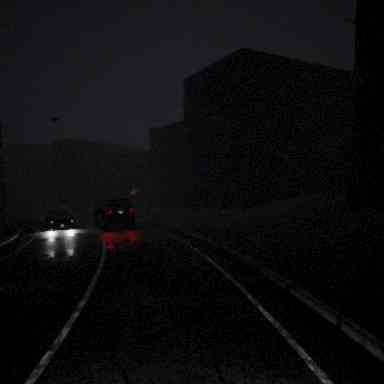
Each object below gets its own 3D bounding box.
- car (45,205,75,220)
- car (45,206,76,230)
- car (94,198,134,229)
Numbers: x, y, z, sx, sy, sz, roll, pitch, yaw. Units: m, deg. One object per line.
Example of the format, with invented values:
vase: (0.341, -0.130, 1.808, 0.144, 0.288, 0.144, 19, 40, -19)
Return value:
car: (-15.826, 2.360, 39.775, 1.812, 1.442, 4.674, -3, 2, -41)
car: (-9.979, 1.982, 24.982, 2.033, 1.411, 5.357, -2, -1, -26)
car: (-5.866, 1.506, 24.679, 2.150, 2.045, 5.566, -2, 0, -24)
